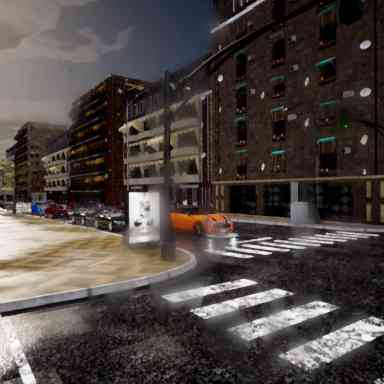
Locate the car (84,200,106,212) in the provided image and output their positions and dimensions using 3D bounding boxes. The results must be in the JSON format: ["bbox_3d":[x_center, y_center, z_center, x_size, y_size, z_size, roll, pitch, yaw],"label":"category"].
[{"bbox_3d":[-14.846,2.118,50.748,1.967,1.590,4.097,-2,0,-36],"label":"car"}]

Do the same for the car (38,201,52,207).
[{"bbox_3d":[-34.404,2.735,77.839,1.947,1.339,4.313,-2,0,-36],"label":"car"}]

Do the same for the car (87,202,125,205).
[{"bbox_3d":[-7.641,1.972,30.886,2.033,1.411,5.357,-1,-1,-36],"label":"car"}]

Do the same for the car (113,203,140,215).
[{"bbox_3d":[-8.264,2.096,41.761,1.802,1.307,4.206,-2,0,-36],"label":"car"}]

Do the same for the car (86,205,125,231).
[{"bbox_3d":[-5.449,1.888,23.186,2.008,1.369,4.403,-2,0,-36],"label":"car"}]

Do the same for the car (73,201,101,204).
[{"bbox_3d":[-14.448,2.161,45.785,1.812,1.442,4.674,-1,-1,-36],"label":"car"}]

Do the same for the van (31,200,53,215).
[{"bbox_3d":[-19.687,2.035,43.077,1.690,1.788,3.998,-2,0,-36],"label":"van"}]

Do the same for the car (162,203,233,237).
[{"bbox_3d":[0.342,1.579,19.891,2.097,1.767,4.553,-1,-1,-37],"label":"car"}]

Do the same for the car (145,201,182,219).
[{"bbox_3d":[-3.016,1.824,34.571,1.967,1.590,4.097,-2,0,-36],"label":"car"}]

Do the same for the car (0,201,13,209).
[{"bbox_3d":[-37.940,2.703,68.419,2.008,1.369,4.403,-2,0,-36],"label":"car"}]

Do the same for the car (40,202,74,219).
[{"bbox_3d":[-14.776,2.115,36.185,1.887,1.381,4.507,-2,0,-36],"label":"car"}]

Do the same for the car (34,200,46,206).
[{"bbox_3d":[-37.664,2.796,82.355,1.887,1.381,4.507,-2,0,-36],"label":"car"}]

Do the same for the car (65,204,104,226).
[{"bbox_3d":[-8.709,1.969,27.702,2.008,1.369,4.403,-2,0,-36],"label":"car"}]

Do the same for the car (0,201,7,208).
[{"bbox_3d":[-44.459,2.861,77.450,1.887,1.381,4.507,-2,0,-36],"label":"car"}]
